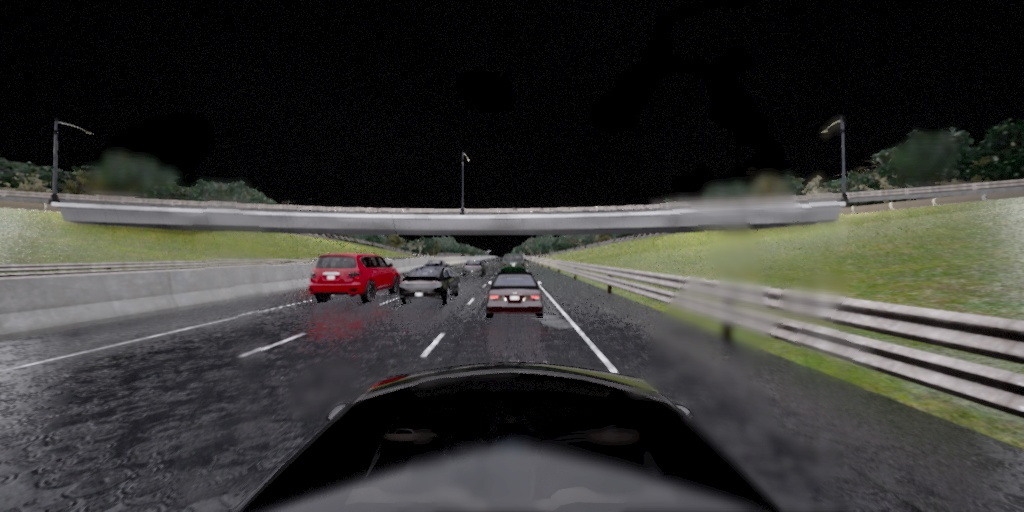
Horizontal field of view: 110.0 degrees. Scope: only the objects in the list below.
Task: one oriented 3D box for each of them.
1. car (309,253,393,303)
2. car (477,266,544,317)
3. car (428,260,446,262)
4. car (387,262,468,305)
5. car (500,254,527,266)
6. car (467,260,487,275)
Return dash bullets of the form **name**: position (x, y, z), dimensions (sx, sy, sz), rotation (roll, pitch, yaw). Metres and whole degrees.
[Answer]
- **car**: position (-6.889, 0.897, 16.334), dimensions (2.150, 2.045, 5.566), rotation (0, 0, 0)
- **car**: position (0.099, 1.241, 12.792), dimensions (2.033, 1.411, 5.357), rotation (0, 0, 1)
- **car**: position (-6.877, 1.082, 33.047), dimensions (2.128, 1.511, 4.902), rotation (0, 0, 0)
- **car**: position (-3.390, 1.172, 15.492), dimensions (2.128, 1.511, 4.902), rotation (0, 0, 0)
- **car**: position (0.123, 0.816, 32.255), dimensions (2.150, 2.045, 5.566), rotation (0, 0, 0)
- **car**: position (-3.377, 1.082, 33.034), dimensions (2.128, 1.511, 4.902), rotation (0, 0, 0)
